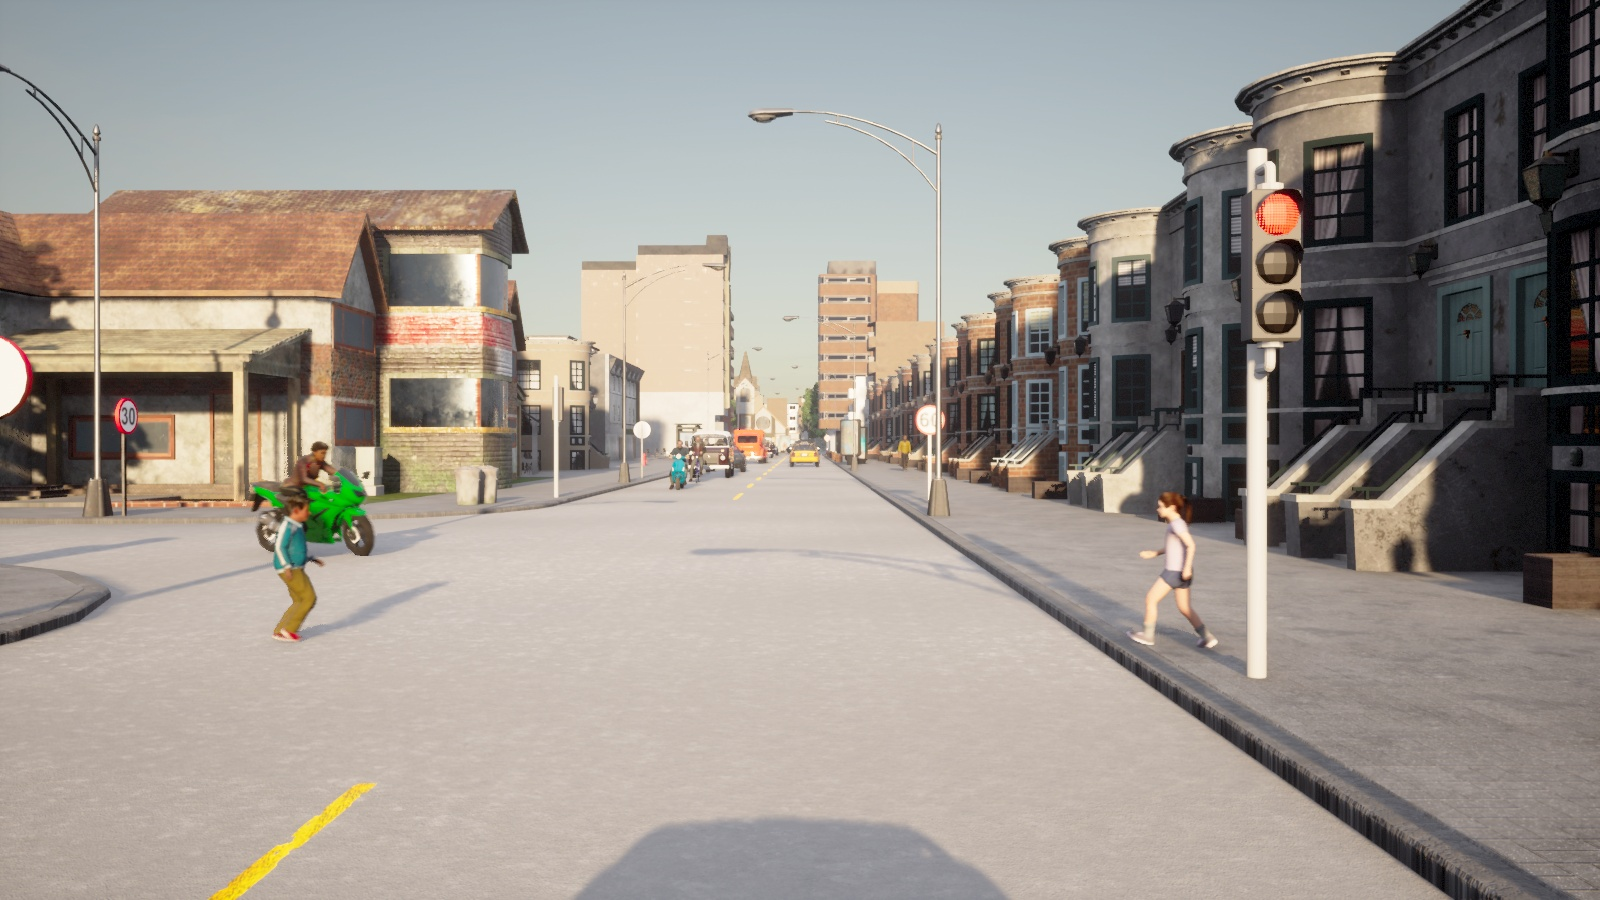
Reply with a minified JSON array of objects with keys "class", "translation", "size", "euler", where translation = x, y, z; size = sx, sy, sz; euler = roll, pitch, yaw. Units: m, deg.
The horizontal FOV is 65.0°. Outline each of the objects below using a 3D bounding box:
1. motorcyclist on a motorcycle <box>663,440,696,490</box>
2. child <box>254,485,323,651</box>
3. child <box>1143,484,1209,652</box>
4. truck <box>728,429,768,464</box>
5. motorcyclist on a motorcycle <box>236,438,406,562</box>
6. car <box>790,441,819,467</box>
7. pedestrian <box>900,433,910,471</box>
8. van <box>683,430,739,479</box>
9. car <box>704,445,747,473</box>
[{"class":"motorcyclist on a motorcycle","translation":[-3.856,0.469,40.343],"size":[0.866,1.590,1.817],"euler":[0,0,0]},{"class":"child","translation":[-3.808,0.868,9.371],"size":[0.448,1.192,0.343],"euler":[0,0,-17]},{"class":"child","translation":[2.559,0.790,8.547],"size":[0.394,1.110,0.255],"euler":[0,0,26]},{"class":"truck","translation":[-3.675,-0.251,89.915],"size":[2.627,2.467,5.204],"euler":[0,0,0]},{"class":"motorcyclist on a motorcycle","translation":[-6.329,0.630,16.597],"size":[2.044,1.523,0.797],"euler":[0,4,22]},{"class":"car","translation":[0.286,0.237,79.462],"size":[1.801,1.575,5.366],"euler":[0,0,0]},{"class":"pedestrian","translation":[5.101,0.115,61.072],"size":[0.431,1.840,0.709],"euler":[0,0,-3]},{"class":"van","translation":[-3.807,0.160,54.387],"size":[2.069,2.038,4.480],"euler":[0,0,0]},{"class":"car","translation":[-3.774,0.443,64.346],"size":[1.994,1.385,4.181],"euler":[0,0,0]}]
